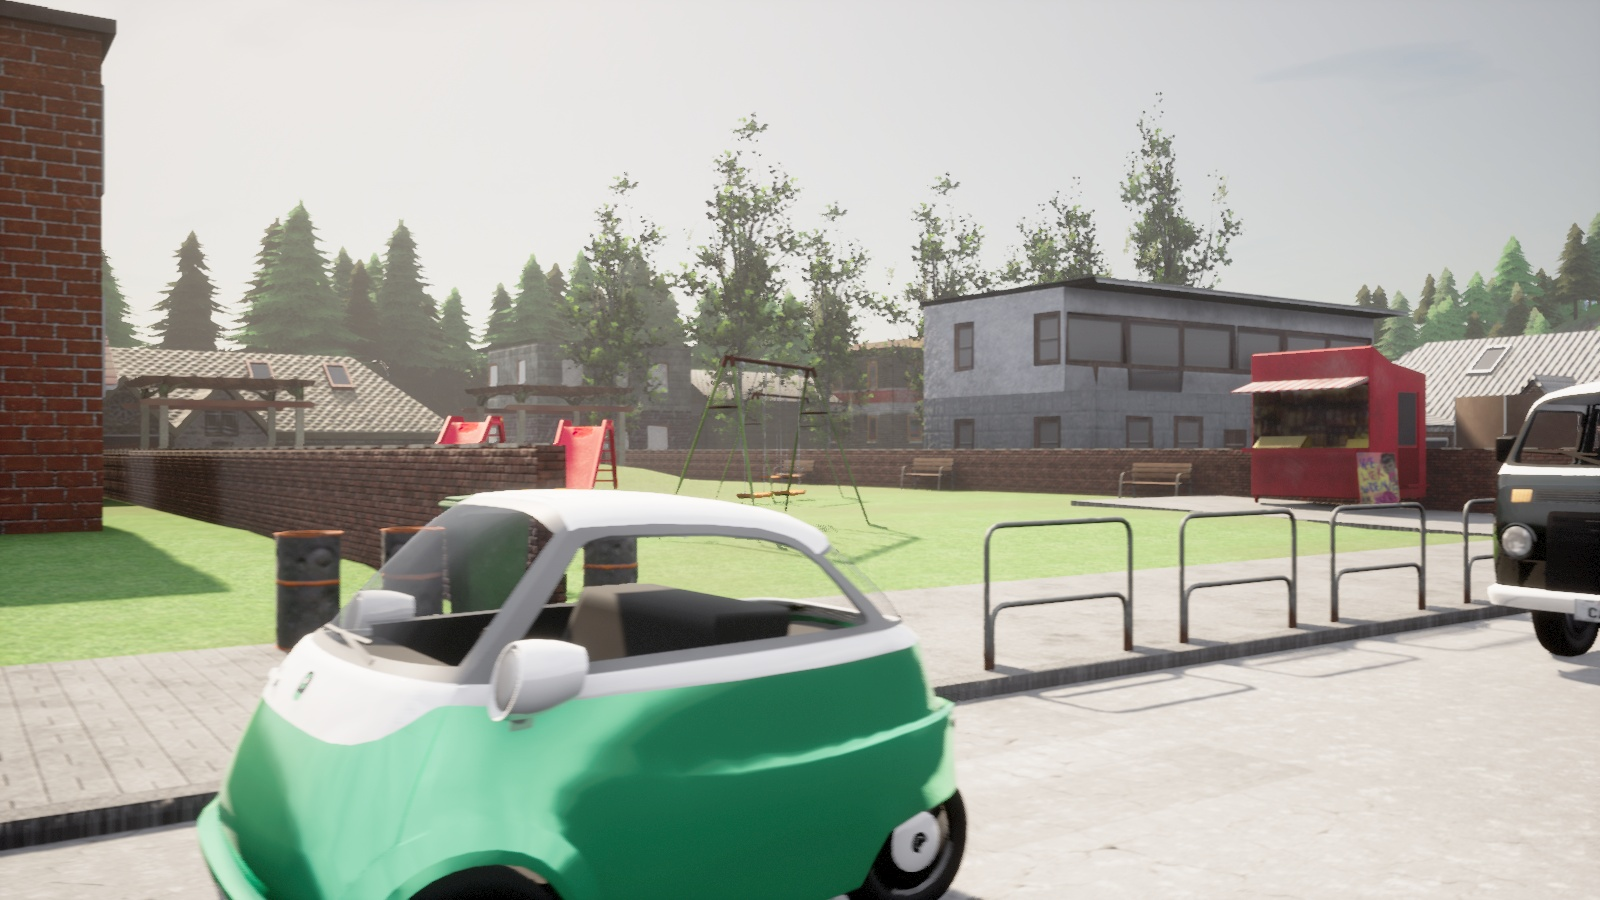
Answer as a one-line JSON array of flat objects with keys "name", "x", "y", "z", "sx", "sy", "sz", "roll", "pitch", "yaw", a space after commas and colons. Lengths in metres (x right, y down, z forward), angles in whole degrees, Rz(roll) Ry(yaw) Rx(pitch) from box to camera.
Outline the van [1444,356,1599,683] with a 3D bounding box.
[{"name": "van", "x": 6.850, "y": 0.421, "z": 9.041, "sx": 4.480, "sy": 2.038, "sz": 2.069, "roll": 0, "pitch": 0, "yaw": -35}]

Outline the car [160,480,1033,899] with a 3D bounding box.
[{"name": "car", "x": -0.613, "y": 0.801, "z": 3.837, "sx": 2.207, "sy": 1.376, "sz": 1.481, "roll": 0, "pitch": 0, "yaw": -35}]
